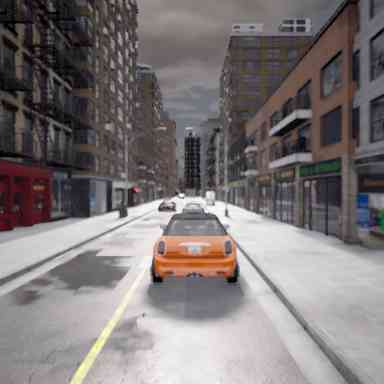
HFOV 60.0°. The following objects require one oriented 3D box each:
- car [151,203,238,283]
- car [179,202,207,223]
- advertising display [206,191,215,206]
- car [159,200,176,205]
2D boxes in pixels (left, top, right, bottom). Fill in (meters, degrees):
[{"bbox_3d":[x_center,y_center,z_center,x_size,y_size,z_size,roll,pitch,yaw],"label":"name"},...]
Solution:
[{"bbox_3d":[0.079,1.363,9.829,2.097,1.767,4.553,0,0,0],"label":"car"},{"bbox_3d":[0.090,1.577,26.784,2.033,1.411,5.357,0,0,0],"label":"car"},{"bbox_3d":[3.022,1.070,54.380,1.540,2.440,0.280,0,0,0],"label":"advertising display"},{"bbox_3d":[-2.838,1.601,38.705,1.994,1.385,4.181,0,0,0],"label":"car"}]
